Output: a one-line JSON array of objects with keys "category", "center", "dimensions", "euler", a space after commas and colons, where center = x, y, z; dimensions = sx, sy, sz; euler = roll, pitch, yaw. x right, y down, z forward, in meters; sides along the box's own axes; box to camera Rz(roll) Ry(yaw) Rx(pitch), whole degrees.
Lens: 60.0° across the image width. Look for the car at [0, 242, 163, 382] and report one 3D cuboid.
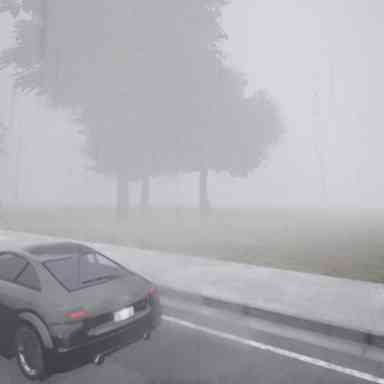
[{"category": "car", "center": [-2.512, 1.540, 5.477], "dimensions": [4.181, 1.385, 1.994], "euler": [0, 0, 35]}]
